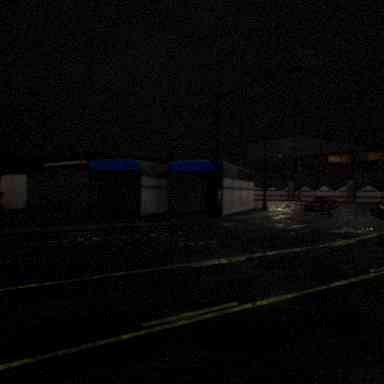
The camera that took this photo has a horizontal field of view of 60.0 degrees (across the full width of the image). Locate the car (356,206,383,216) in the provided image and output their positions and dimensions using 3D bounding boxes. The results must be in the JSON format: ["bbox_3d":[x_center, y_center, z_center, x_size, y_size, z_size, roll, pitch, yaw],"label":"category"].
[{"bbox_3d":[13.523,1.314,25.103,1.994,1.385,4.181,1,0,34],"label":"car"}]

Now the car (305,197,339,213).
[{"bbox_3d":[10.646,1.086,27.093,2.097,1.767,4.553,1,0,34],"label":"car"}]
